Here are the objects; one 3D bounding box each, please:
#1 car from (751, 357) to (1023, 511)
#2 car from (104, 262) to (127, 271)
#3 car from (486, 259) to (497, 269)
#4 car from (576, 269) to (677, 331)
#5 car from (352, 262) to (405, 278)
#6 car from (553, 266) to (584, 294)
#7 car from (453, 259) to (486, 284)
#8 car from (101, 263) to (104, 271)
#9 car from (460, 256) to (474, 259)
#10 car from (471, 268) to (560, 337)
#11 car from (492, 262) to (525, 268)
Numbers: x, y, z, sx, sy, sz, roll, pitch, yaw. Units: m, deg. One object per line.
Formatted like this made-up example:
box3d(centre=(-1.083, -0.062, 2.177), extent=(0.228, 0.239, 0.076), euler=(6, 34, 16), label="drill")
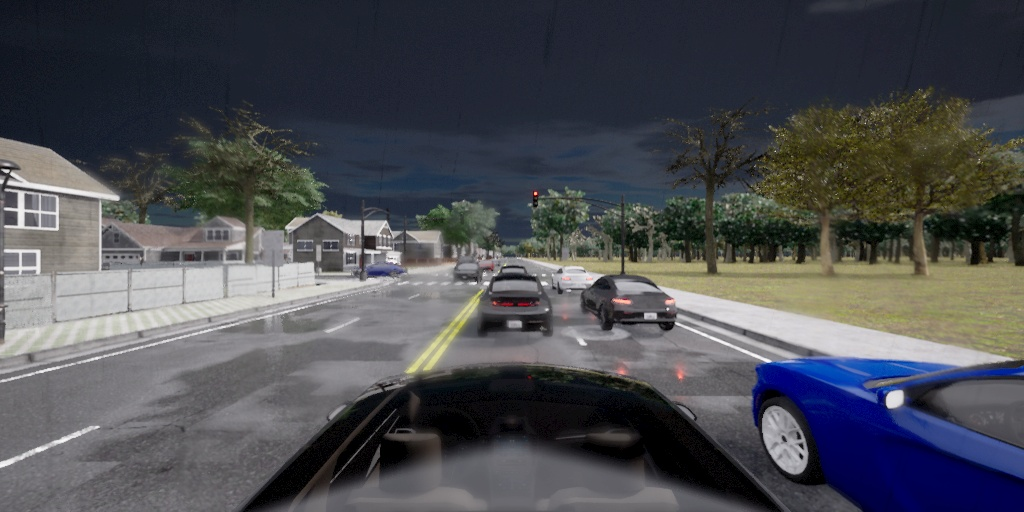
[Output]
box3d(centre=(3.350, 1.228, 1.615), extent=(1.882, 1.535, 5.008), euler=(0, 0, 0), label="car")
box3d(centre=(-38.155, 1.339, 33.783), extent=(4.892, 1.490, 1.837), euler=(0, 0, 0), label="car")
box3d(centre=(-3.297, 1.249, 46.233), extent=(1.882, 1.535, 5.008), euler=(0, 0, 0), label="car")
box3d(centre=(3.342, 1.282, 10.929), extent=(1.812, 1.442, 4.674), euler=(0, 0, 0), label="car")
box3d(centre=(-12.500, 1.314, 33.749), extent=(4.674, 1.442, 1.812), euler=(0, 1, -17), label="car")
box3d(centre=(3.327, 1.288, 20.035), extent=(1.812, 1.442, 4.674), euler=(0, 0, 0), label="car")
box3d(centre=(-3.326, 1.245, 27.748), extent=(1.882, 1.535, 5.008), euler=(0, 0, 0), label="car")
box3d(centre=(-38.715, 1.435, 30.849), extent=(4.718, 1.301, 1.895), euler=(0, 0, 0), label="car")
box3d(centre=(-6.545, 0.992, 51.677), extent=(2.150, 2.045, 5.566), euler=(0, 0, 0), label="car")
box3d(centre=(0.091, 1.261, 10.293), extent=(1.837, 1.490, 4.892), euler=(0, 0, 0), label="car")
box3d(centre=(0.074, 1.267, 19.709), extent=(1.837, 1.490, 4.892), euler=(0, 0, 0), label="car")
